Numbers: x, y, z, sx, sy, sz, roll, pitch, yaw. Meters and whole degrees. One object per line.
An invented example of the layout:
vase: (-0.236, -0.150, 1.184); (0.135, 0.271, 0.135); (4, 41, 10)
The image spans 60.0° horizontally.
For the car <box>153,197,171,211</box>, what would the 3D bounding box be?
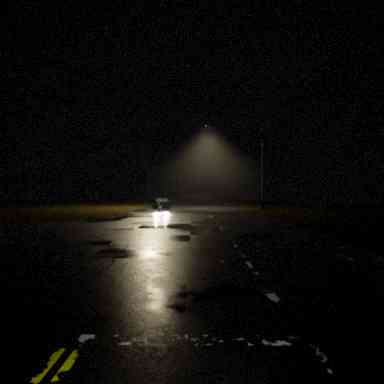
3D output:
car: (-3.471, 1.396, 38.899); (2.128, 1.511, 4.902); (0, 0, 0)
